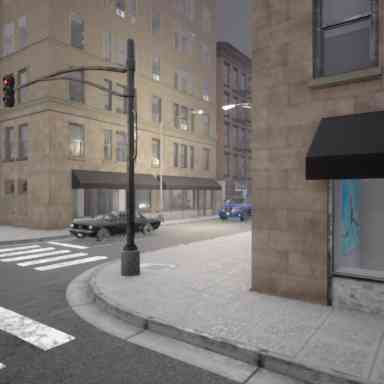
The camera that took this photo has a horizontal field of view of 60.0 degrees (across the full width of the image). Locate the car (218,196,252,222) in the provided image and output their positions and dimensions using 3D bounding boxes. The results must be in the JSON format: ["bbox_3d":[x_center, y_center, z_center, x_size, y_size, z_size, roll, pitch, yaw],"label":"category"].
[{"bbox_3d":[4.430,1.388,28.625,2.150,2.045,5.566,0,0,35],"label":"car"}]

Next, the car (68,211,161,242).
[{"bbox_3d":[-3.837,1.683,17.106,1.895,1.301,4.718,0,0,38],"label":"car"}]
